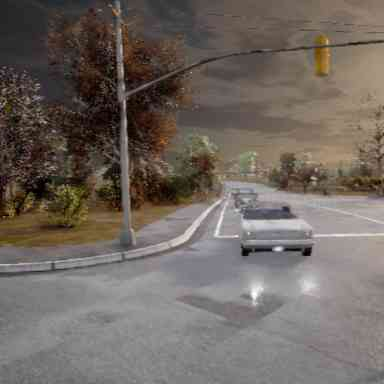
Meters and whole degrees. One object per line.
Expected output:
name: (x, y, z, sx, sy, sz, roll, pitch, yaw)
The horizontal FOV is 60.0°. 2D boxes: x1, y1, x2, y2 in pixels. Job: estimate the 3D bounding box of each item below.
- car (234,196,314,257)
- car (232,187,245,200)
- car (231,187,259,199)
car: (2.376, 1.009, 10.417, 1.895, 1.301, 4.718, -2, 2, 7)
car: (7.907, 0.182, 56.814, 2.150, 2.045, 5.566, -2, 0, 7)
car: (4.437, 0.465, 27.763, 2.128, 1.511, 4.902, -2, 0, 7)
